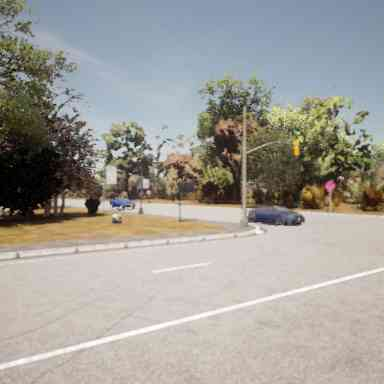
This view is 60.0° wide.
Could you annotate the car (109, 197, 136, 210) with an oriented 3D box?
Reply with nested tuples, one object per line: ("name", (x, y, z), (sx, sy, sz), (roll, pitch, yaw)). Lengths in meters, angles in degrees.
("car", (-9.235, 1.470, 44.099), (1.882, 1.535, 5.008), (0, 0, -38))

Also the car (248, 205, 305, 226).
("car", (6.131, 1.678, 24.440), (1.994, 1.385, 4.181), (0, 0, -38))
